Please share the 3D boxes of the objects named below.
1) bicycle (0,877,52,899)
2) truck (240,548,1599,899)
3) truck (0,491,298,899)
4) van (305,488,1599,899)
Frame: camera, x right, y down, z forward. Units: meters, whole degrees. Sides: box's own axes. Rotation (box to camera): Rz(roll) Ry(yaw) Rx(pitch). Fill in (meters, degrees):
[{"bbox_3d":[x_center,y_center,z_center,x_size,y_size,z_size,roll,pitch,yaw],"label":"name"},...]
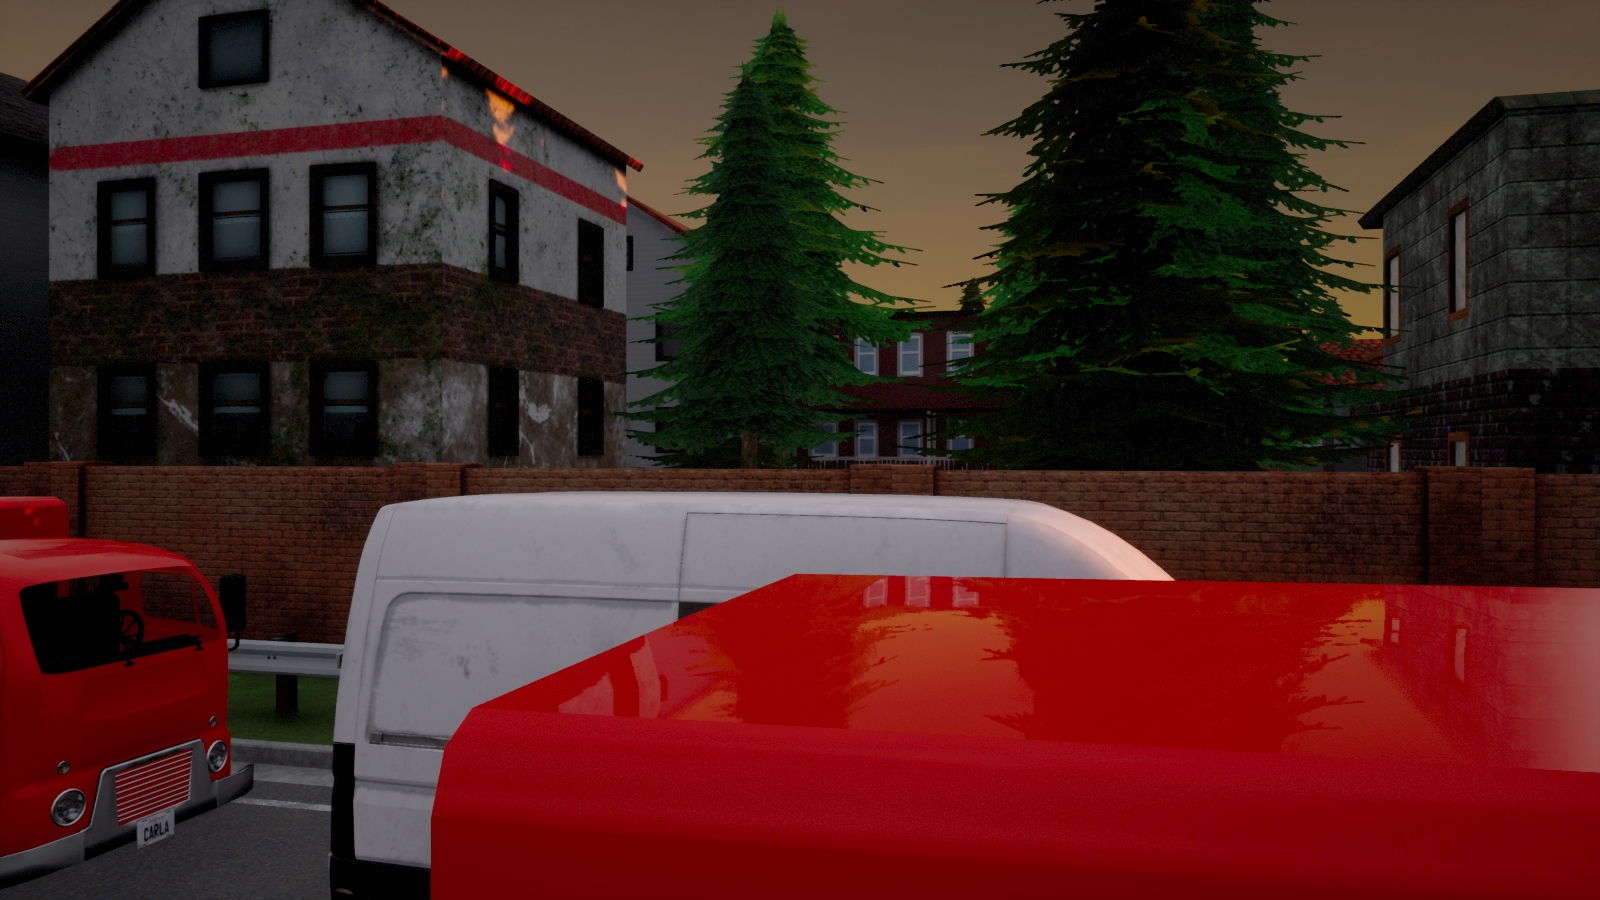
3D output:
[{"bbox_3d":[-3.101,2.056,3.494,1.643,1.496,0.373,0,0,16],"label":"bicycle"},{"bbox_3d":[2.192,1.568,1.959,5.204,2.467,2.627,0,0,15],"label":"truck"},{"bbox_3d":[-6.587,1.568,7.895,5.204,2.467,2.627,0,0,15],"label":"truck"},{"bbox_3d":[0.608,1.535,6.000,5.915,2.561,1.988,0,0,15],"label":"van"}]
